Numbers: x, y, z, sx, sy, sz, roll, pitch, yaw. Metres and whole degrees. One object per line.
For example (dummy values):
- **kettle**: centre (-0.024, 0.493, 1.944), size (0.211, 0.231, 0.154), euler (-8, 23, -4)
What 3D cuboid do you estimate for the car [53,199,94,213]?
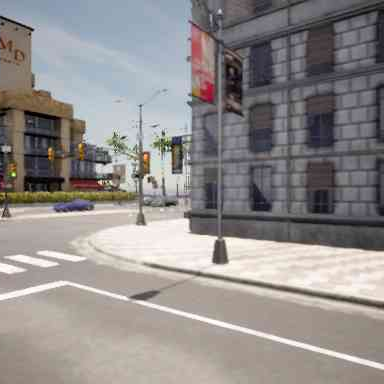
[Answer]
- **car**: centre (-13.135, 1.539, 37.145), size (1.812, 1.442, 4.674), euler (0, 0, 36)

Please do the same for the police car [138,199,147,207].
- **police car**: centre (-6.306, 1.518, 52.392), size (2.038, 1.542, 4.974), euler (0, 0, 36)

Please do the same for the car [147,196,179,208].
- **car**: centre (-4.039, 1.418, 49.556), size (2.097, 1.767, 4.553), euler (0, 0, 36)
